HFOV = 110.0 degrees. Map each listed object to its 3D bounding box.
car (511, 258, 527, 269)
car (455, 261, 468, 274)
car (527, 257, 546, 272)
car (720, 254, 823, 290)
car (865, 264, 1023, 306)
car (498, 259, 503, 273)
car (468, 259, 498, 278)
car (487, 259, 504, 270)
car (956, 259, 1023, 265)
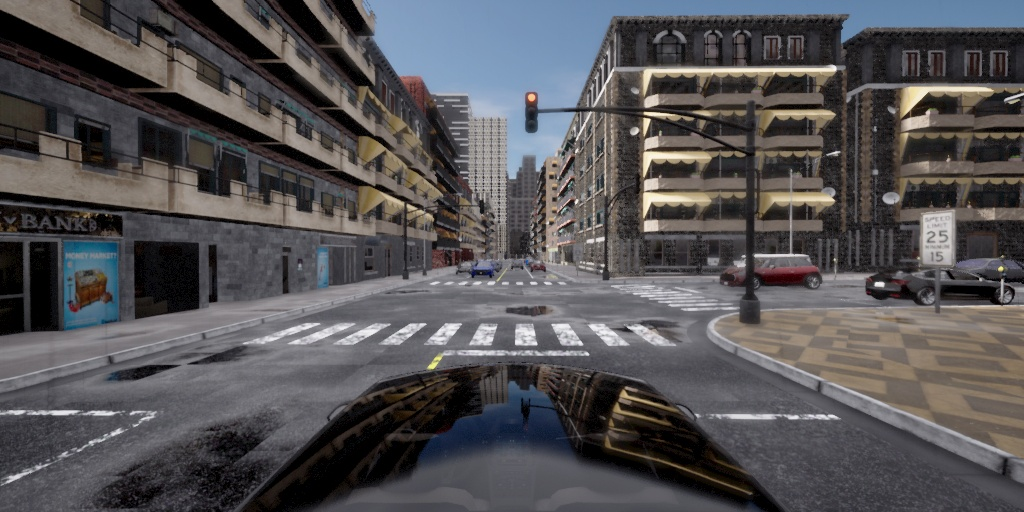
[{"bbox_3d":[0.801,1.311,56.100,2.033,1.411,5.357,0,0,-1],"label":"car"},{"bbox_3d":[-5.211,1.305,40.036,2.007,1.370,4.403,0,0,1],"label":"car"},{"bbox_3d":[3.239,1.198,45.451,1.967,1.591,4.097,0,0,1],"label":"car"},{"bbox_3d":[13.778,0.849,19.307,4.553,1.767,2.097,-1,0,1],"label":"car"},{"bbox_3d":[15.918,1.077,13.502,4.313,1.339,1.948,0,0,0],"label":"car"},{"bbox_3d":[-2.557,1.321,44.022,1.994,1.385,4.181,0,0,2],"label":"car"},{"bbox_3d":[-2.696,1.230,34.065,1.882,1.535,5.008,0,0,1],"label":"car"},{"bbox_3d":[-2.432,1.255,53.997,2.128,1.511,4.902,0,0,1],"label":"car"},{"bbox_3d":[25.404,0.861,19.300,5.357,1.411,2.033,-1,0,0],"label":"car"}]
